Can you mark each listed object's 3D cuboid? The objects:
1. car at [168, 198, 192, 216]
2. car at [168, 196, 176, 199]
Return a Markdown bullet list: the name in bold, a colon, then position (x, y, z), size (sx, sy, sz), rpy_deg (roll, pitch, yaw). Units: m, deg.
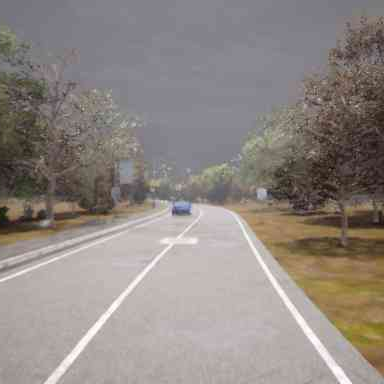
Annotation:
- **car**: position (-1.013, 1.667, 34.881), size (1.882, 1.535, 5.008), rpy_deg (0, 0, 3)
- **car**: position (-4.432, 1.723, 75.976), size (2.128, 1.511, 4.902), rpy_deg (1, 0, -12)
